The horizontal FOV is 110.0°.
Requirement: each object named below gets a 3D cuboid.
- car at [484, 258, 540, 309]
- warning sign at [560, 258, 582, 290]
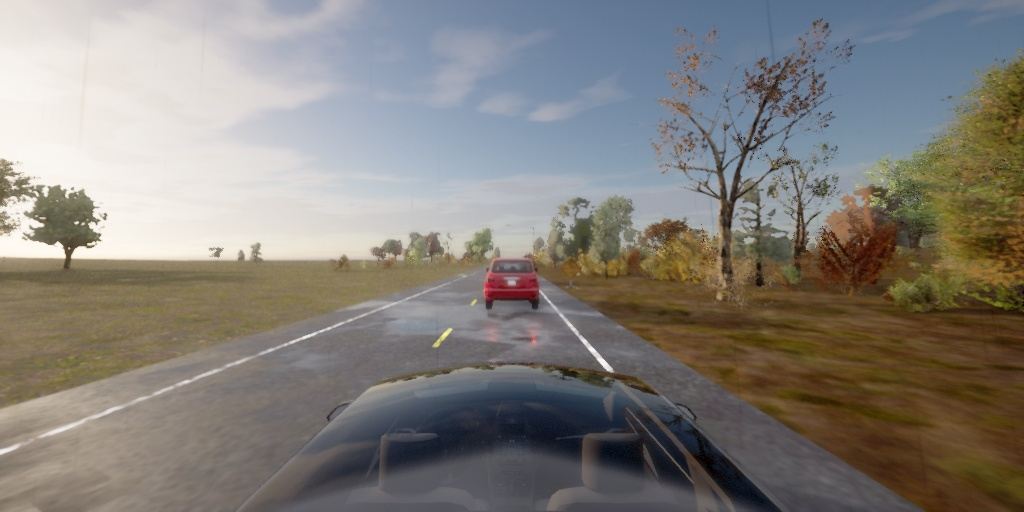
[{"bbox_3d":[0.000,1.095,15.870,2.150,2.045,5.566,0,0,0],"label":"car"},{"bbox_3d":[3.548,1.043,21.498,1.300,1.860,1.060,0,0,0],"label":"warning sign"}]
